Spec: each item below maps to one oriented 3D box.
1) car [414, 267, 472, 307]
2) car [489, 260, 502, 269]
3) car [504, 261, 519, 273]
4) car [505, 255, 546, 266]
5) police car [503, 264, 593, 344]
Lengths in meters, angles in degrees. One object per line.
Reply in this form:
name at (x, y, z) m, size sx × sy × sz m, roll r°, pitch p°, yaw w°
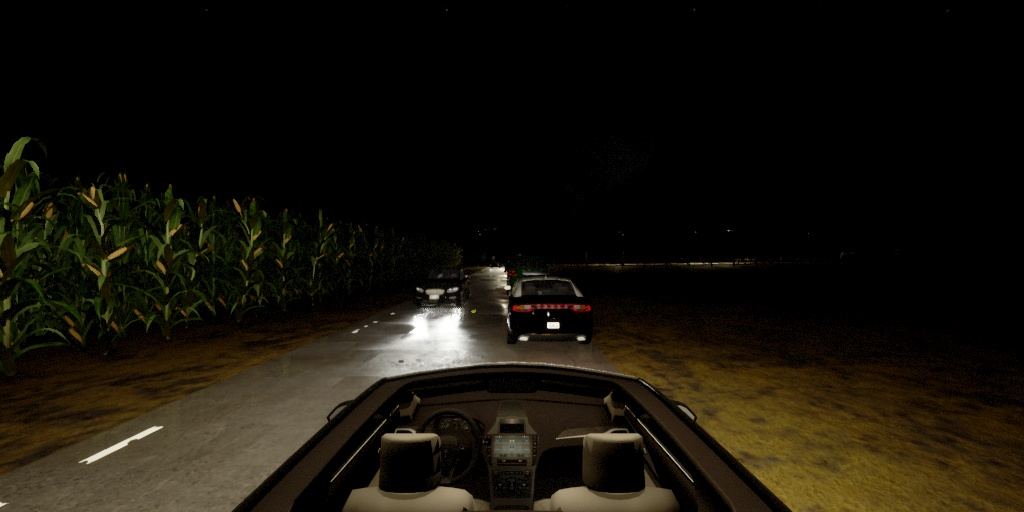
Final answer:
car at (-2.862, 1.252, 15.676) m, size 2.128 × 1.511 × 4.902 m, roll 0°, pitch 0°, yaw 0°
car at (-2.813, 1.445, 61.414) m, size 1.837 × 1.490 × 4.892 m, roll 0°, pitch 0°, yaw 0°
car at (-0.021, 1.397, 46.792) m, size 1.812 × 1.442 × 4.674 m, roll 0°, pitch 0°, yaw 0°
car at (0.807, 0.994, 19.639) m, size 2.150 × 2.045 × 5.566 m, roll 0°, pitch 0°, yaw 0°
police car at (0.817, 1.179, 9.717) m, size 1.930 × 1.638 × 5.238 m, roll 0°, pitch 0°, yaw 0°
